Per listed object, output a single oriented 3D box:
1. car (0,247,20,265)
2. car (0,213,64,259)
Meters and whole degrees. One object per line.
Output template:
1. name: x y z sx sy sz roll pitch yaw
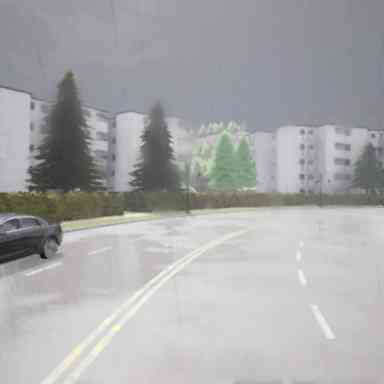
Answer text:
1. car: -3.279 1.465 1.758 1.837 1.490 4.892 1 0 5
2. car: -5.732 1.395 9.569 2.128 1.511 4.902 1 0 13
